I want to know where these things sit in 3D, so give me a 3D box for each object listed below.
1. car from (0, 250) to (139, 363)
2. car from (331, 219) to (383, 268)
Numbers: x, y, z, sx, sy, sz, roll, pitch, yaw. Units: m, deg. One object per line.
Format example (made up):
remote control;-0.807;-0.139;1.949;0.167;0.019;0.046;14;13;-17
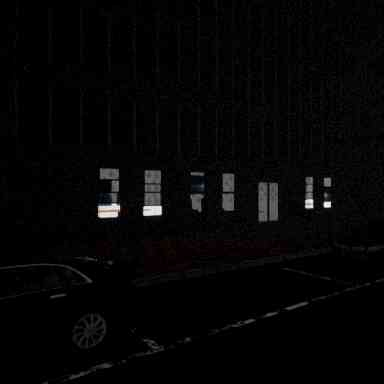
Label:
car;-2.883;1.551;4.504;4.403;1.369;2.008;0;0;-35
car;6.402;1.584;11.092;4.206;1.307;1.802;0;0;-35
